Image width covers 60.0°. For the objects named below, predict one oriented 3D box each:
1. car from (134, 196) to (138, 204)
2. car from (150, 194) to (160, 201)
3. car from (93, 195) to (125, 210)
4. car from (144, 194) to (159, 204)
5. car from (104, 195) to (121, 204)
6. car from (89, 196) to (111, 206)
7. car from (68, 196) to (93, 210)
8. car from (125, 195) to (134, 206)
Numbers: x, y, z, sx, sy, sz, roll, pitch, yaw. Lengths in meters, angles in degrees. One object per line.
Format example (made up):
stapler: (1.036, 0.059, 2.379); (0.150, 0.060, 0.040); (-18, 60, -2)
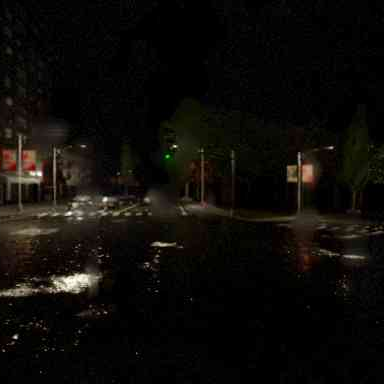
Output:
car: (-10.575, 1.311, 57.821); (1.895, 1.301, 4.718); (0, 0, -4)
car: (-8.717, 1.276, 78.417); (2.033, 1.411, 5.357); (0, 0, -4)
car: (-9.238, 1.269, 37.588); (2.033, 1.411, 5.357); (0, 0, -3)
car: (-7.220, 1.324, 57.892); (1.895, 1.301, 4.718); (0, 0, -4)
car: (-13.873, 1.246, 58.420); (2.033, 1.411, 5.357); (0, 0, -4)
car: (-13.158, 1.244, 47.900); (2.033, 1.411, 5.357); (0, 0, -4)
car: (-12.497, 1.200, 37.623); (2.128, 1.511, 4.902); (0, 0, -3)
car: (-9.874, 1.187, 47.517); (1.882, 1.535, 5.008); (0, 0, -4)
